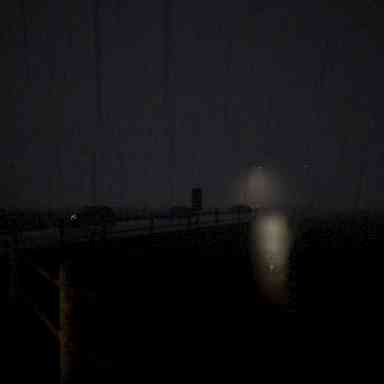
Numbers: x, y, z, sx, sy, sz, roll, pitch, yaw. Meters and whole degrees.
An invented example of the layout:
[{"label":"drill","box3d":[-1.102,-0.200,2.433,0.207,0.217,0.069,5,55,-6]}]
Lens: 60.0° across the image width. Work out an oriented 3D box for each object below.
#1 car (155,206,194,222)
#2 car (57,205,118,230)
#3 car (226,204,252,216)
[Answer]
[{"label":"car","box3d":[-1.708,2.175,34.356,1.882,1.535,5.008,-1,-2,35]},{"label":"car","box3d":[-7.950,1.842,25.547,2.097,1.767,4.553,-1,-2,35]},{"label":"car","box3d":[6.506,2.452,45.900,1.882,1.535,5.008,-1,-1,36]}]
